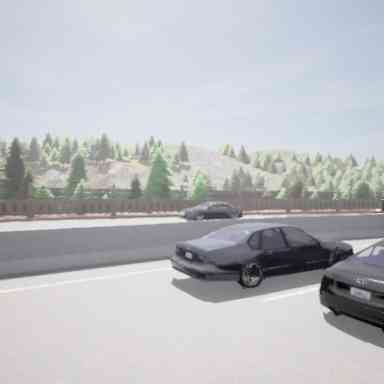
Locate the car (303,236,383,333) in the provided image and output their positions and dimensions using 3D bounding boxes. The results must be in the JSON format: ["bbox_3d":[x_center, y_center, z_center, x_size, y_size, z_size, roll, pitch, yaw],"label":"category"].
[{"bbox_3d":[4.388,1.578,6.263,4.181,1.385,1.994,0,0,-30],"label":"car"}]

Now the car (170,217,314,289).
[{"bbox_3d":[2.095,1.544,9.067,5.357,1.411,2.033,0,0,-30],"label":"car"}]

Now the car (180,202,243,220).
[{"bbox_3d":[1.479,1.474,24.773,4.902,1.511,2.128,0,0,-26],"label":"car"}]
